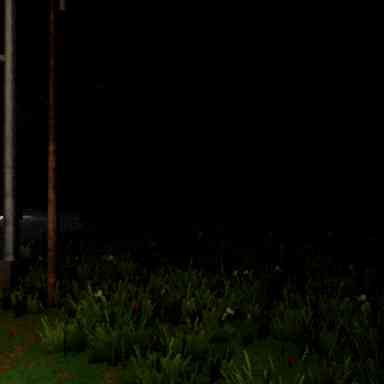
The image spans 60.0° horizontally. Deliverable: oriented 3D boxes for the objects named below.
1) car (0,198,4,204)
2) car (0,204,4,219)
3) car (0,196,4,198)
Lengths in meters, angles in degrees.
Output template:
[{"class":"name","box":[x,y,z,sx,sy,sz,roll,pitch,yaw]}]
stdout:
[{"class":"car","box":[-18.610,1.536,31.679,1.994,1.385,4.181,0,0,-39]},{"class":"car","box":[-12.530,1.574,18.699,1.895,1.301,4.718,0,0,-13]},{"class":"car","box":[-26.062,1.325,43.696,4.553,1.767,2.097,0,0,39]}]
